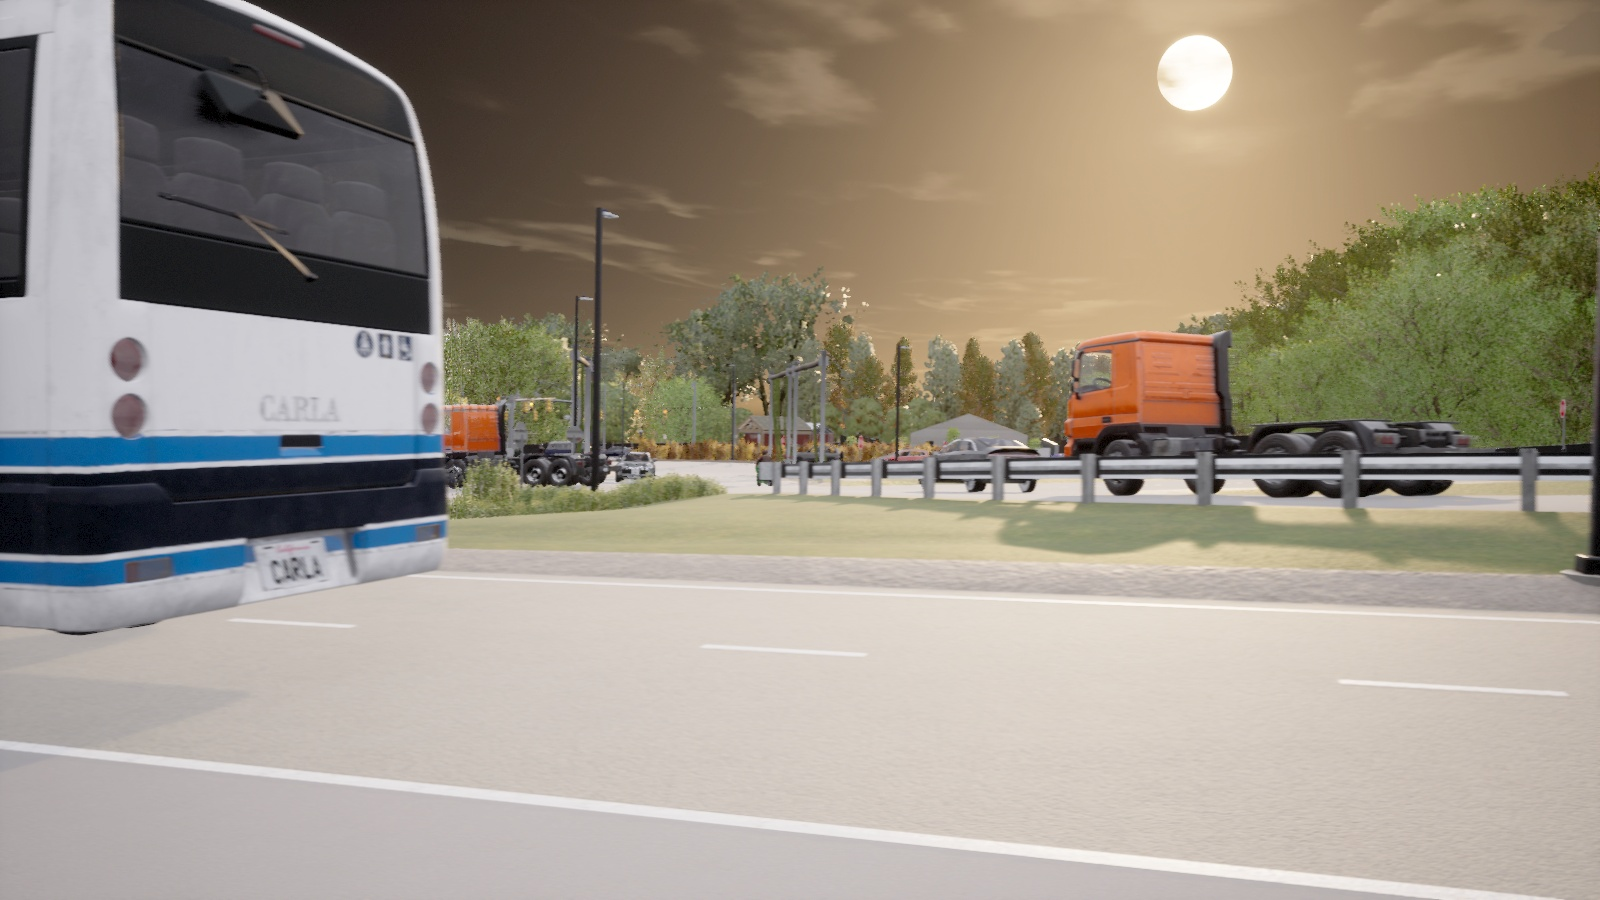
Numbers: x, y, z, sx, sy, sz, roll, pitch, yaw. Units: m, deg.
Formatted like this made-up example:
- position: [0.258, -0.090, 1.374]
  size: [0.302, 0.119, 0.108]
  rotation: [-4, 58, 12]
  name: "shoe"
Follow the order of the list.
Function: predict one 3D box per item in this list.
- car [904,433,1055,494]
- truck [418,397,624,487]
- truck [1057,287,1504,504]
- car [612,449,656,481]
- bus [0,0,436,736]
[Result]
- position: [4.789, 0.404, 34.400]
  size: [2.128, 1.511, 4.902]
  rotation: [1, -2, -18]
  name: "car"
- position: [-11.385, -0.320, 51.215]
  size: [7.936, 3.462, 2.891]
  rotation: [0, 1, 22]
  name: "truck"
- position: [8.786, -0.771, 24.217]
  size: [2.891, 3.462, 7.936]
  rotation: [1, -2, -31]
  name: "truck"
- position: [-7.985, 0.734, 60.768]
  size: [1.970, 1.475, 3.806]
  rotation: [1, -1, -6]
  name: "car"
- position: [-8.370, -0.742, 9.682]
  size: [10.273, 4.253, 3.944]
  rotation: [1, 1, 19]
  name: "bus"
